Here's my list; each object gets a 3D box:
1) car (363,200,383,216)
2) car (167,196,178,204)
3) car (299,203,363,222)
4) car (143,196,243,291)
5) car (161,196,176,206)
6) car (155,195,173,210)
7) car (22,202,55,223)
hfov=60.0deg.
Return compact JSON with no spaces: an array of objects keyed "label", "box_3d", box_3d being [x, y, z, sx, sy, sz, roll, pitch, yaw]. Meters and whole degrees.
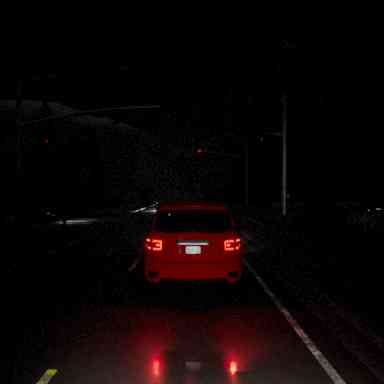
[{"label":"car","box_3d":[16.485,1.520,29.977,4.892,1.490,1.837,0,0,-2]},{"label":"car","box_3d":[-3.696,1.564,63.941,1.994,1.385,4.181,0,0,0]},{"label":"car","box_3d":[10.595,1.579,26.060,4.181,1.385,1.994,0,0,-2]},{"label":"car","box_3d":[0.038,1.221,9.165,2.150,2.045,5.566,0,0,0]},{"label":"car","box_3d":[-3.709,1.491,54.056,2.128,1.511,4.902,0,0,0]},{"label":"car","box_3d":[-3.692,1.352,44.561,2.097,1.767,4.553,0,0,0]},{"label":"car","box_3d":[-12.725,1.486,24.552,4.892,1.490,1.837,0,0,-6]}]
